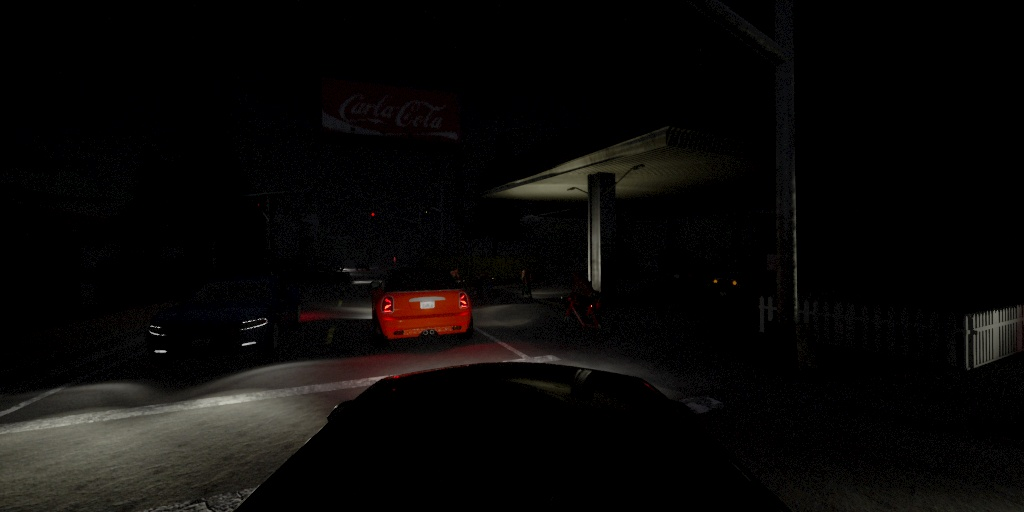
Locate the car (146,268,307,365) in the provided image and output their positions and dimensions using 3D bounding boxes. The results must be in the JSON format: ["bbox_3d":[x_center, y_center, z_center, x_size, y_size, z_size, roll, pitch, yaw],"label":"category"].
[{"bbox_3d":[-6.274,1.210,8.381,1.882,1.535,5.008,0,0,-23],"label":"car"}]

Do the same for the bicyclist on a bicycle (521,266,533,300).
[{"bbox_3d":[0.753,1.326,17.890,0.582,1.620,1.656,-1,0,16],"label":"bicyclist on a bicycle"}]

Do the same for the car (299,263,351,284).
[{"bbox_3d":[-15.889,1.525,28.801,5.357,1.411,2.033,0,1,-24],"label":"car"}]

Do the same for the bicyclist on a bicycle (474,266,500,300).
[{"bbox_3d":[-1.356,1.336,17.770,1.656,1.620,0.582,0,0,-21],"label":"bicyclist on a bicycle"}]

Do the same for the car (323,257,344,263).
[{"bbox_3d":[-23.808,1.173,47.775,2.150,2.045,5.566,0,0,-25],"label":"car"}]

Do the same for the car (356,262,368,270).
[{"bbox_3d":[-24.164,1.571,57.747,1.895,1.301,4.718,0,0,-24],"label":"car"}]

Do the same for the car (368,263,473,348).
[{"bbox_3d":[-2.563,1.052,9.459,2.097,1.767,4.553,0,0,-22],"label":"car"}]

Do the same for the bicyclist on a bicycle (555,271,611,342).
[{"bbox_3d":[1.687,1.198,8.683,0.582,1.620,1.656,3,-2,-43],"label":"bicyclist on a bicycle"}]

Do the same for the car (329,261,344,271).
[{"bbox_3d":[-27.715,1.527,56.681,1.812,1.442,4.674,0,0,-23],"label":"car"}]

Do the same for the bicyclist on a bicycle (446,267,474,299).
[{"bbox_3d":[-2.660,1.310,16.386,1.656,1.620,0.582,1,0,37],"label":"bicyclist on a bicycle"}]
